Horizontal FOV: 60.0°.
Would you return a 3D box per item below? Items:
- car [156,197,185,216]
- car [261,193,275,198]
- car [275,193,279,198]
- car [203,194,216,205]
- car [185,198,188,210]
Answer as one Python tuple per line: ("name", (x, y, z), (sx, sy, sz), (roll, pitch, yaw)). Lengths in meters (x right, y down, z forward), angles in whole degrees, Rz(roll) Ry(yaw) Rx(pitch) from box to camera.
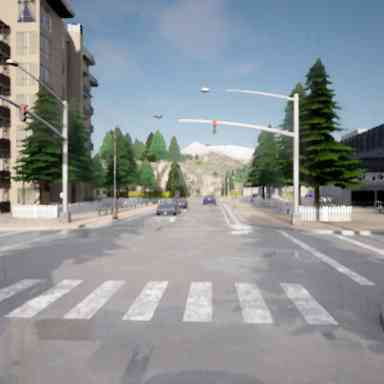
("car", (-2.199, 1.482, 32.309), (2.033, 1.411, 5.357), (0, 0, 4))
("car", (18.793, 1.149, 82.848), (1.845, 1.501, 3.633), (0, 0, 4))
("car", (22.337, 1.137, 90.017), (1.970, 1.475, 3.806), (0, 0, 4))
("car", (2.878, 1.218, 54.263), (2.097, 1.767, 4.553), (0, 0, 4))
("car", (-1.512, 1.394, 42.370), (2.128, 1.511, 4.902), (0, 0, 4))
